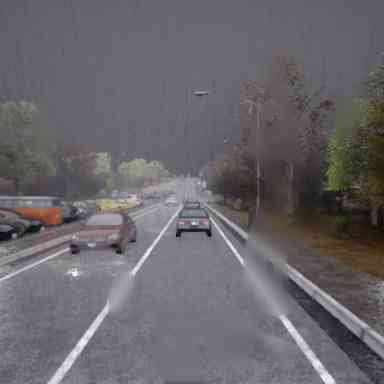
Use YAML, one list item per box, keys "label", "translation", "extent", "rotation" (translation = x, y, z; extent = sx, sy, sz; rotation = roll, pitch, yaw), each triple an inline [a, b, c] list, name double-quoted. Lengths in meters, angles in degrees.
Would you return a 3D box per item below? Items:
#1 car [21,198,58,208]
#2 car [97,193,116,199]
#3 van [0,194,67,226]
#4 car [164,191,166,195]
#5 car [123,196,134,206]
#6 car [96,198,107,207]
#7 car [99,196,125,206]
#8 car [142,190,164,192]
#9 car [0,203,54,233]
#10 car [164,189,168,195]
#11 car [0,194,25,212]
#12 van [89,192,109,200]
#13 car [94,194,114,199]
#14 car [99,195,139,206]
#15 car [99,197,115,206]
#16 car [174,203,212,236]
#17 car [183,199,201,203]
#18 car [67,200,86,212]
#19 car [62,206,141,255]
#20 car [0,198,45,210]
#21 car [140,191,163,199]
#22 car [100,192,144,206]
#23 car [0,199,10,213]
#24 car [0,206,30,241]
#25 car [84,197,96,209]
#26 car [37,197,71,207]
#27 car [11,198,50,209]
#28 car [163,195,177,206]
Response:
- label: "car"
  translation: [-23.254, 1.681, 50.828]
  extent: [4.792, 1.488, 2.163]
  rotation: [0, 0, 0]
- label: "car"
  translation: [-23.502, 1.160, 91.711]
  extent: [4.792, 1.488, 2.163]
  rotation: [0, 0, 0]
- label: "van"
  translation: [-10.370, 1.262, 20.273]
  extent: [4.442, 1.987, 1.878]
  rotation: [0, 0, 0]
- label: "car"
  translation: [-10.388, 1.133, 91.740]
  extent: [5.008, 1.535, 2.097]
  rotation: [0, 0, 0]
- label: "car"
  translation: [-10.036, 1.560, 39.695]
  extent: [5.366, 1.575, 1.946]
  rotation: [0, 0, 0]
- label: "car"
  translation: [-10.234, 1.494, 28.602]
  extent: [4.892, 1.521, 2.231]
  rotation: [0, 0, 0]
- label: "car"
  translation: [-10.045, 1.516, 34.022]
  extent: [5.366, 1.575, 1.946]
  rotation: [0, 0, 0]
- label: "car"
  translation: [-10.432, 1.013, 88.961]
  extent: [4.553, 1.767, 2.185]
  rotation: [0, 0, 0]
- label: "car"
  translation: [-10.229, 1.519, 17.497]
  extent: [4.792, 1.488, 2.163]
  rotation: [0, 0, 0]
- label: "car"
  translation: [-10.415, 0.866, 94.532]
  extent: [5.566, 2.045, 2.435]
  rotation: [0, 0, 0]
- label: "car"
  translation: [-23.330, 1.310, 39.751]
  extent: [5.566, 2.045, 2.435]
  rotation: [0, 0, 0]
- label: "van"
  translation: [-23.368, 0.908, 83.340]
  extent: [4.442, 1.987, 1.878]
  rotation: [1, 0, 0]
- label: "car"
  translation: [-23.483, 1.176, 88.799]
  extent: [4.674, 1.452, 2.002]
  rotation: [0, 0, 0]
- label: "car"
  translation: [-10.398, 1.606, 45.248]
  extent: [5.366, 1.575, 1.946]
  rotation: [0, 0, 0]
- label: "car"
  translation: [-10.421, 1.500, 31.370]
  extent: [5.366, 1.575, 1.946]
  rotation: [0, 0, 0]
- label: "car"
  translation: [0.089, 1.546, 18.344]
  extent: [2.033, 1.411, 5.357]
  rotation: [0, 0, 0]
- label: "car"
  translation: [0.028, 1.526, 39.011]
  extent: [2.128, 1.511, 4.902]
  rotation: [0, 0, 0]
- label: "car"
  translation: [-10.278, 1.516, 23.050]
  extent: [4.792, 1.488, 2.163]
  rotation: [0, 0, 0]
- label: "car"
  translation: [-3.355, 1.521, 13.448]
  extent: [1.812, 1.442, 4.674]
  rotation: [0, 0, 0]
- label: "car"
  translation: [-23.107, 1.604, 45.287]
  extent: [5.366, 1.575, 1.946]
  rotation: [0, 0, 0]
- label: "car"
  translation: [-10.385, 1.164, 83.391]
  extent: [4.792, 1.488, 2.163]
  rotation: [0, 0, 0]
- label: "car"
  translation: [-10.236, 1.380, 48.026]
  extent: [5.566, 2.045, 2.435]
  rotation: [0, 0, 0]
- label: "car"
  translation: [-23.278, 1.568, 36.979]
  extent: [4.792, 1.488, 2.163]
  rotation: [0, 0, 0]
- label: "car"
  translation: [-10.233, 1.521, 14.721]
  extent: [4.792, 1.488, 2.163]
  rotation: [0, 0, 0]
- label: "car"
  translation: [-10.275, 1.362, 25.823]
  extent: [4.553, 1.767, 2.185]
  rotation: [0, 0, 0]
- label: "car"
  translation: [-23.269, 1.696, 56.245]
  extent: [5.008, 1.535, 2.097]
  rotation: [0, 0, 0]
- label: "car"
  translation: [-23.285, 1.669, 48.058]
  extent: [4.674, 1.452, 2.002]
  rotation: [0, 0, 0]
- label: "car"
  translation: [-3.471, 1.614, 55.647]
  extent: [1.812, 1.442, 4.674]
  rotation: [0, 0, 0]
